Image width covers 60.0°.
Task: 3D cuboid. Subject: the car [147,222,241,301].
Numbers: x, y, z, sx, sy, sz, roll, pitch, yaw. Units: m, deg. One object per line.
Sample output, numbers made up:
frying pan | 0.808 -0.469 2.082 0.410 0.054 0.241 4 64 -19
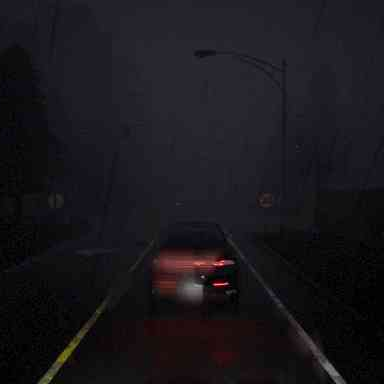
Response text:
car | 0.059 1.492 8.281 2.128 1.511 4.902 0 0 0

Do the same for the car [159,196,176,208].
car | -3.554 1.526 46.878 1.812 1.442 4.674 0 0 0

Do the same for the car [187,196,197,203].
car | 0.047 1.491 69.512 2.128 1.511 4.902 0 0 0

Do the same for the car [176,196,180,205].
car | -3.545 1.477 57.363 1.882 1.535 5.008 0 0 0

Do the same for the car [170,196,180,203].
car | -3.466 1.564 68.627 1.994 1.385 4.181 0 0 0
